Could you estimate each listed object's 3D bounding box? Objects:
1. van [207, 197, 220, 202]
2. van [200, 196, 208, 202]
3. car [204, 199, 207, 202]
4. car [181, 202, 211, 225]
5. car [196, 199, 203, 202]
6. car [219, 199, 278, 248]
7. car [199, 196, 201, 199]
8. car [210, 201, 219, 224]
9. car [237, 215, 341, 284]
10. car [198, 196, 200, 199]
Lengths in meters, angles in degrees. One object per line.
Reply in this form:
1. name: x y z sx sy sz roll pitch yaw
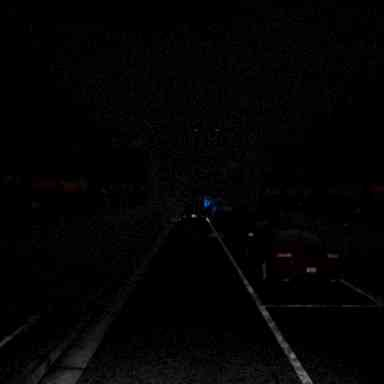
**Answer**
1. van: 2.657 1.535 31.767 1.690 1.788 3.998 1 0 0
2. van: 2.661 1.677 53.928 1.690 1.788 3.998 1 0 0
3. car: 2.655 1.794 37.306 1.947 1.339 4.313 1 0 0
4. car: 0.106 1.702 25.221 2.033 1.411 5.357 0 0 0
5. car: 0.108 1.860 42.308 1.895 1.301 4.718 0 0 0
6. car: 2.654 1.408 15.145 2.192 1.841 5.009 1 0 0
7. car: 2.659 1.902 59.639 1.752 1.417 4.829 1 0 0
8. car: 2.653 1.705 26.225 1.887 1.381 4.507 1 0 0
9. car: 2.649 1.604 9.602 1.887 1.381 4.507 1 0 0
10. car: 2.661 1.855 65.009 1.967 1.590 4.097 1 0 0
